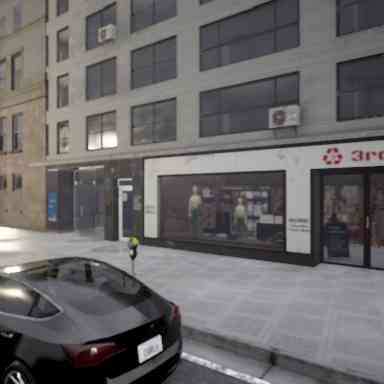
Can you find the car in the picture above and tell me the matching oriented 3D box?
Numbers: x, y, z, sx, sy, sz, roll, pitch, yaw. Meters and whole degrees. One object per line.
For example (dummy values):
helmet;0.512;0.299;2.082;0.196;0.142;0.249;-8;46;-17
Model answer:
car;-2.097;1.564;4.468;4.313;1.339;1.947;0;0;36
